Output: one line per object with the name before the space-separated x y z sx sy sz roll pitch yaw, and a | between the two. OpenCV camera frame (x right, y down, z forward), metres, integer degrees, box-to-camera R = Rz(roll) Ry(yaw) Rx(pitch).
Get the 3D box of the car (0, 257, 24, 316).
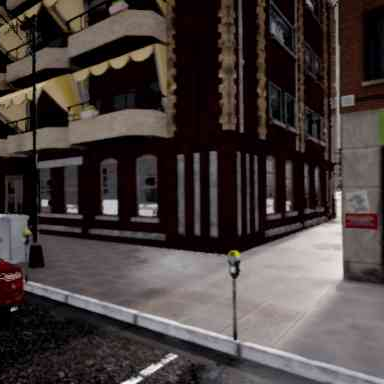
car | -5.072 1.618 6.496 4.507 1.381 1.887 -1 -1 36
